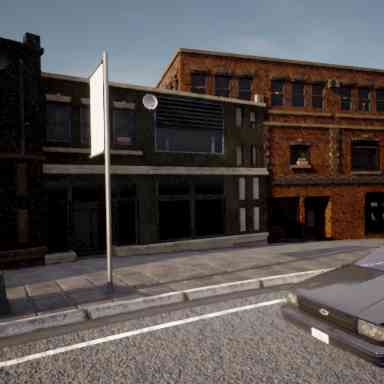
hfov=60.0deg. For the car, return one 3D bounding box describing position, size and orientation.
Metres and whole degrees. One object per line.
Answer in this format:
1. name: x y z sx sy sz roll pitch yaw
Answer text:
1. car: 4.122 1.538 5.628 5.357 1.411 2.033 0 0 -26
